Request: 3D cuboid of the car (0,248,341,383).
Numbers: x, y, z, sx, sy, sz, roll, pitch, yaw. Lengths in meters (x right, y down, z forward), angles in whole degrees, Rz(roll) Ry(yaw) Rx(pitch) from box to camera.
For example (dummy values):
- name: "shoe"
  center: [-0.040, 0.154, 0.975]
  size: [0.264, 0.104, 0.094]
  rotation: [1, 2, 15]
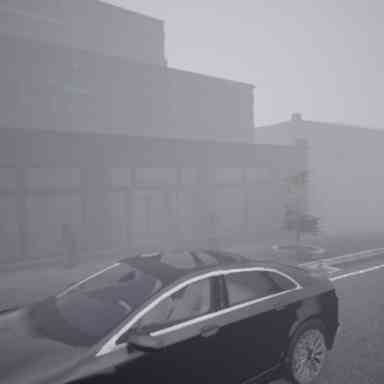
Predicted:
- name: "car"
  center: [-0.311, 1.487, 3.739]
  size: [4.902, 1.511, 2.128]
  rotation: [0, 0, -35]
